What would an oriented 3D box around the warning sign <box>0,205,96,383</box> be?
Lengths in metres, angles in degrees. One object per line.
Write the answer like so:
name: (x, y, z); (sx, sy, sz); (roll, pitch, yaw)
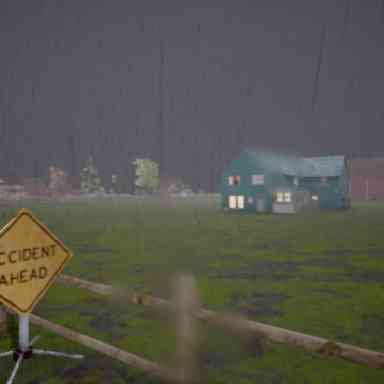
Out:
warning sign: (-2.037, 1.124, 4.027); (1.060, 1.860, 1.300); (0, 0, 36)
